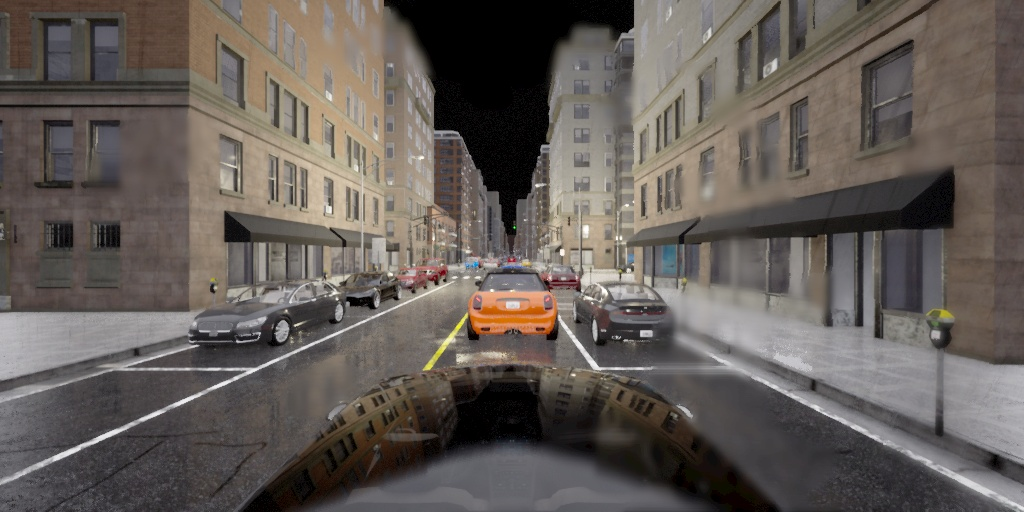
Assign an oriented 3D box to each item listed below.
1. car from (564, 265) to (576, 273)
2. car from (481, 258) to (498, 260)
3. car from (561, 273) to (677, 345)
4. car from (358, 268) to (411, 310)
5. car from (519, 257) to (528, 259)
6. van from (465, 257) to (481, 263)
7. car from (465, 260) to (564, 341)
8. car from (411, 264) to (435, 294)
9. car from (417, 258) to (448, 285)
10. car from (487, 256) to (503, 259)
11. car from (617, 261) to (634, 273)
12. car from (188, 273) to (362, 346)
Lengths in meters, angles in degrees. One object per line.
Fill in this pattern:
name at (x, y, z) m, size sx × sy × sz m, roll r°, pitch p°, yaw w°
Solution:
car at (2.654, 1.186, 20.315) m, size 1.967 × 1.591 × 4.097 m, roll 0°, pitch 0°, yaw 0°
car at (-3.123, 1.336, 51.881) m, size 1.895 × 1.301 × 4.718 m, roll 0°, pitch 0°, yaw -1°
car at (2.663, 1.299, 9.264) m, size 2.007 × 1.370 × 4.403 m, roll 0°, pitch 0°, yaw 0°
car at (-5.867, 1.313, 14.758) m, size 1.948 × 1.339 × 4.313 m, roll 0°, pitch 0°, yaw 0°
car at (2.614, 1.255, 64.146) m, size 1.751 × 1.417 × 4.829 m, roll 0°, pitch 0°, yaw 0°
van at (-5.901, 1.075, 52.753) m, size 1.690 × 1.789 × 3.998 m, roll 0°, pitch 0°, yaw 0°
car at (0.013, 1.101, 10.029) m, size 2.097 × 1.767 × 4.553 m, roll 0°, pitch 0°, yaw 0°
car at (-5.872, 1.328, 20.282) m, size 1.802 × 1.307 × 4.207 m, roll 0°, pitch 0°, yaw 0°
car at (-5.877, 1.059, 25.805) m, size 2.192 × 1.841 × 5.009 m, roll 0°, pitch 0°, yaw 0°
car at (-3.124, 1.208, 62.856) m, size 1.882 × 1.535 × 5.008 m, roll 0°, pitch 0°, yaw 0°
car at (14.532, 1.235, 40.950) m, size 4.892 × 1.490 × 1.837 m, roll 0°, pitch 0°, yaw 1°
car at (-5.863, 1.299, 9.234) m, size 2.007 × 1.370 × 4.403 m, roll 0°, pitch 0°, yaw 0°
